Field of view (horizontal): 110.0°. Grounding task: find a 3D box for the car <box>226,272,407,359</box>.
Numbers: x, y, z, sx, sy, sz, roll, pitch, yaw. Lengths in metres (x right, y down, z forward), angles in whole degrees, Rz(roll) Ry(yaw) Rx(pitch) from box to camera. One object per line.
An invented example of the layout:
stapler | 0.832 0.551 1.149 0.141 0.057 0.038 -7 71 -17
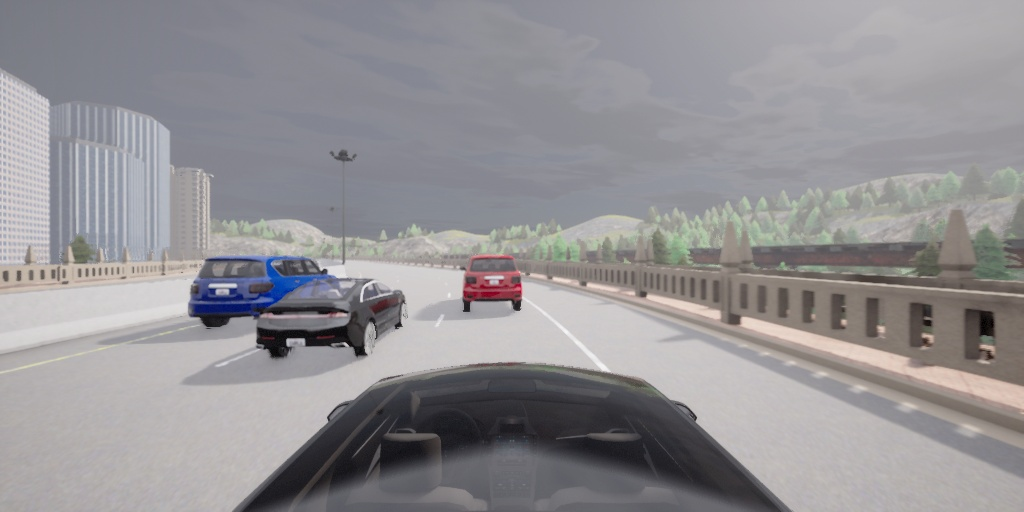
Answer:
car | -3.840 1.257 8.514 2.128 1.511 4.902 0 0 -4

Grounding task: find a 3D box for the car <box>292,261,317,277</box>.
car | -22.218 1.343 38.584 1.837 1.490 4.892 0 0 -24

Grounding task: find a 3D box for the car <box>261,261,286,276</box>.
car | -27.096 1.380 40.851 1.812 1.442 4.674 0 0 -26

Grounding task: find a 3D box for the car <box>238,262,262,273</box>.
car | -34.118 1.481 46.722 1.895 1.301 4.718 0 0 -29

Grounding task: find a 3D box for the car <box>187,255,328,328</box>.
car | -7.604 1.001 11.734 2.150 2.045 5.566 0 0 -6

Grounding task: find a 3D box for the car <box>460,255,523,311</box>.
car | -0.937 0.979 14.770 2.150 2.045 5.566 0 0 -7
